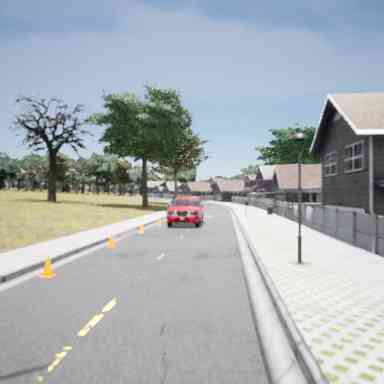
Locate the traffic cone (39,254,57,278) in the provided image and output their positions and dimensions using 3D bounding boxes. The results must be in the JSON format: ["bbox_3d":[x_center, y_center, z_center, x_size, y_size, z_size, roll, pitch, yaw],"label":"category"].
[{"bbox_3d":[-3.869,1.970,8.950,0.340,0.580,0.340,0,0,6],"label":"traffic cone"}]

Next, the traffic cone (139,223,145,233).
[{"bbox_3d":[-2.864,2.040,18.900,0.340,0.580,0.340,0,0,6],"label":"traffic cone"}]

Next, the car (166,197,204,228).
[{"bbox_3d":[-0.357,1.348,23.578,2.150,2.045,5.566,0,0,6],"label":"car"}]

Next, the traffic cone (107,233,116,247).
[{"bbox_3d":[-3.367,2.001,13.926,0.340,0.580,0.340,0,0,6],"label":"traffic cone"}]
